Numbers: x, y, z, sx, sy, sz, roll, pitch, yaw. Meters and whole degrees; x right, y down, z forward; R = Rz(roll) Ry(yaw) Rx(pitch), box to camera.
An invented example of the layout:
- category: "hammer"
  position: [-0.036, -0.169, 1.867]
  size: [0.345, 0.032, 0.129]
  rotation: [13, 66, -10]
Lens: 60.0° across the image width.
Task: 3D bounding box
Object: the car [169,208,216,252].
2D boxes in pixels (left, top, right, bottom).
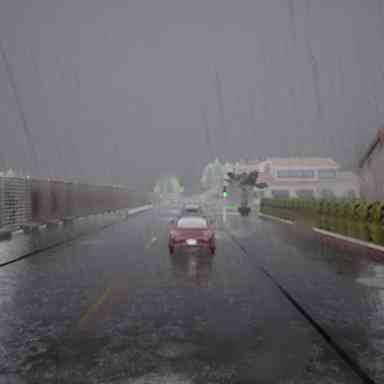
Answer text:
- category: "car"
  position: [0.009, 1.661, 14.379]
  size: [1.812, 1.442, 4.674]
  rotation: [0, 0, 0]

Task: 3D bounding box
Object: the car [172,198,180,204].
- category: "car"
  position: [-3.985, 2.321, 85.382]
  size: [2.128, 1.511, 4.902]
  rotation: [0, -1, 0]

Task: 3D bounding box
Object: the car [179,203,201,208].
- category: "car"
  position: [0.014, 1.782, 29.291]
  size: [1.837, 1.490, 4.892]
  rotation: [0, 0, 0]
